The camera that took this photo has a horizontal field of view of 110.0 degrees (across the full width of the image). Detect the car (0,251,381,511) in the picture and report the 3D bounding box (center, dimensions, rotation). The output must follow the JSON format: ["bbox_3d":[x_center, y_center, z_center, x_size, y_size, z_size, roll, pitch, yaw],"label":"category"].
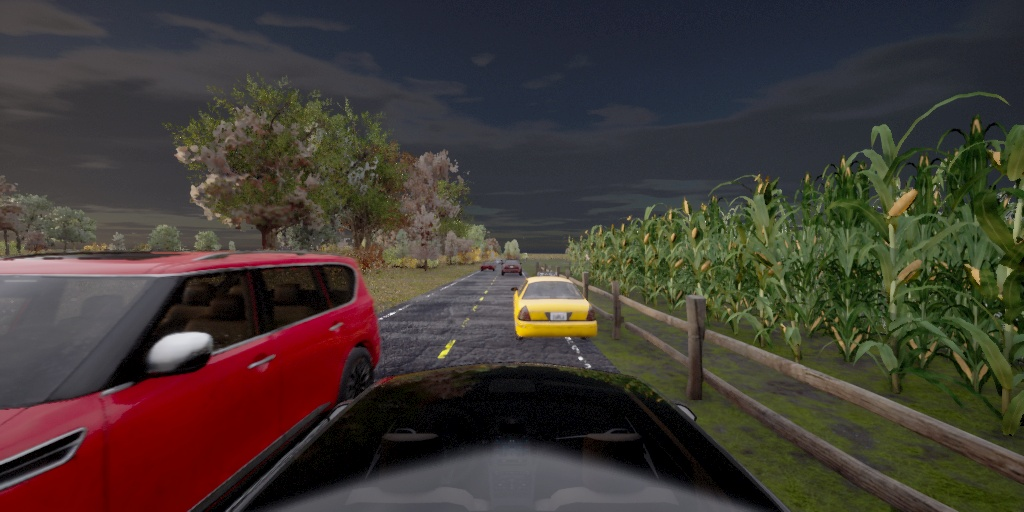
[{"bbox_3d":[-2.853,0.971,2.710,2.150,2.045,5.566,0,0,0],"label":"car"}]

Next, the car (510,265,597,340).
[{"bbox_3d":[0.938,1.204,9.861,1.801,1.575,5.366,0,0,0],"label":"car"}]

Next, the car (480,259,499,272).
[{"bbox_3d":[-2.979,1.345,45.202,1.895,1.301,4.718,0,0,0],"label":"car"}]

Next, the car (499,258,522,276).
[{"bbox_3d":[-0.031,1.097,37.931,2.097,1.767,4.553,0,0,0],"label":"car"}]
